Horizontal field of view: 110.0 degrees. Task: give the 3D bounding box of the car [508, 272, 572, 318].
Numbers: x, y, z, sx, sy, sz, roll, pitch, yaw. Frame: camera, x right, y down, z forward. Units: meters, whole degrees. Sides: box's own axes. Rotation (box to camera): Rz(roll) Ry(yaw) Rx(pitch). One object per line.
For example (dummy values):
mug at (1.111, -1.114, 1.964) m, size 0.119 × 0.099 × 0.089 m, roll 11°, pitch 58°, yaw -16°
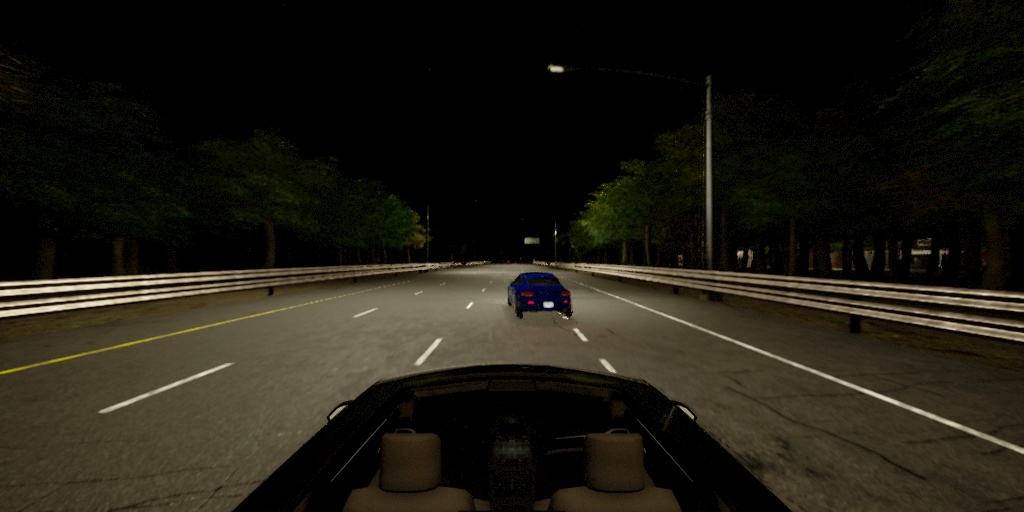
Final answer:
car at (0.885, 1.308, 13.060) m, size 1.812 × 1.442 × 4.674 m, roll 0°, pitch 0°, yaw -5°
